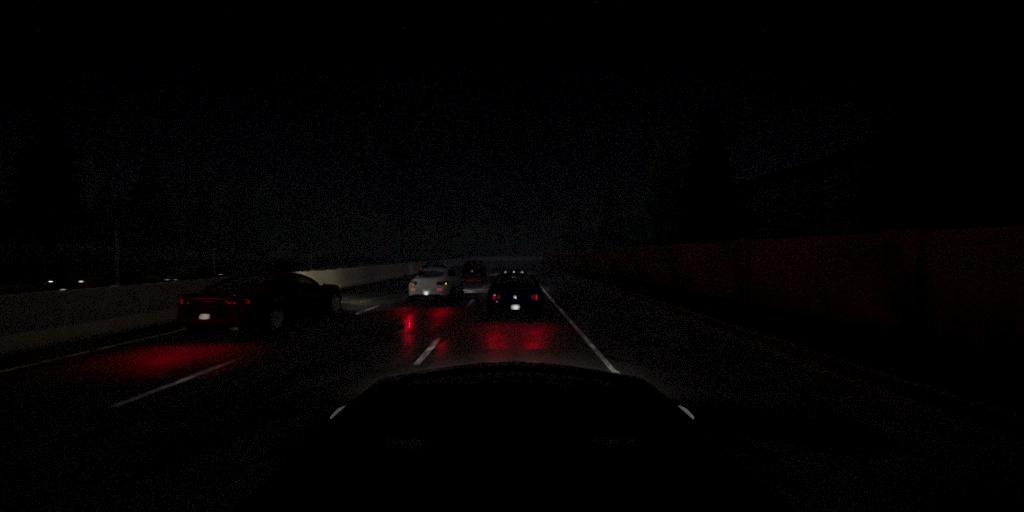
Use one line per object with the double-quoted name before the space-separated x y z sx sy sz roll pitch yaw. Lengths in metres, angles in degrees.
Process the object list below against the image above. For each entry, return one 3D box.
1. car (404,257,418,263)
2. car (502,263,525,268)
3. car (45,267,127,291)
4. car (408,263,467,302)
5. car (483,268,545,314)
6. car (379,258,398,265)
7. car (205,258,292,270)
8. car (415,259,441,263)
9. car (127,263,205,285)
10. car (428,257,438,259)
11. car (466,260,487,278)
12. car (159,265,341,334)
"car" -17.430 1.013 62.530 1.837 1.490 4.892 0 0 1
"car" 0.138 1.246 29.262 1.895 1.301 4.718 0 0 0
"car" -21.077 1.280 19.081 1.895 1.301 4.718 0 0 0
"car" -3.394 1.218 16.475 1.812 1.442 4.674 0 0 0
"car" 0.114 1.306 13.439 1.895 1.301 4.718 0 0 0
"car" -20.941 1.012 60.867 2.128 1.511 4.902 0 0 1
"car" -14.074 1.029 20.095 2.097 1.767 4.553 0 0 0
"car" -6.858 1.198 31.701 1.994 1.385 4.181 0 0 0
"car" -17.575 1.154 19.859 1.882 1.535 5.008 0 0 0
"car" -13.933 1.015 62.597 1.837 1.490 4.892 0 0 1
"car" -3.357 1.109 32.516 1.882 1.535 5.008 0 0 0
"car" -6.889 1.192 10.510 1.882 1.535 5.008 0 0 0
